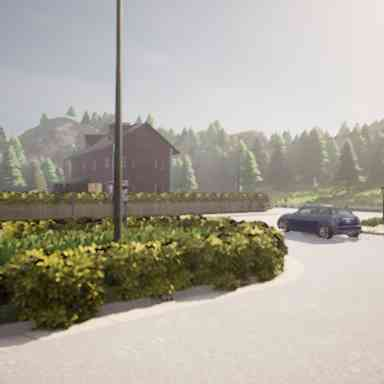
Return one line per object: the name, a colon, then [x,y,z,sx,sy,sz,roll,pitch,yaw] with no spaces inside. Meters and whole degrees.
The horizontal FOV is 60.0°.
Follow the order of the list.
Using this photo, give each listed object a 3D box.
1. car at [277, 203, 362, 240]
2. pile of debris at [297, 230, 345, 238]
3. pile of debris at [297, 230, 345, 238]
car: [6.689,1.442,18.018,2.097,1.767,4.553,0,0,-24]
pile of debris: [6.921,2.266,17.914,1.500,0.140,1.860,0,0,-35]
pile of debris: [6.921,2.266,17.914,1.500,0.140,1.860,0,0,-35]
